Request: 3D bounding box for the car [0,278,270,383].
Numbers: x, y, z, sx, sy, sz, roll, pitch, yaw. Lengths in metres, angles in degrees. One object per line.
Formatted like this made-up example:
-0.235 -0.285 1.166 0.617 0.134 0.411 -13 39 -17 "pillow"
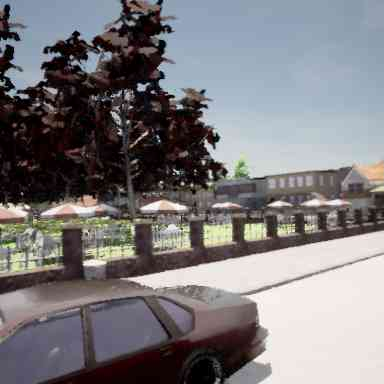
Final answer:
-1.486 1.761 3.526 5.357 1.411 2.033 0 -3 -38 "car"
